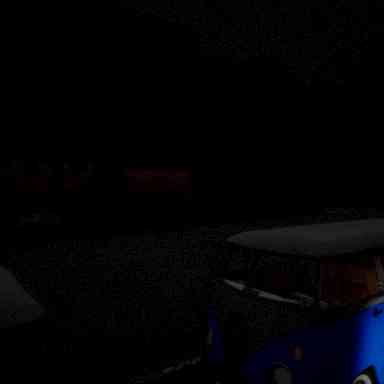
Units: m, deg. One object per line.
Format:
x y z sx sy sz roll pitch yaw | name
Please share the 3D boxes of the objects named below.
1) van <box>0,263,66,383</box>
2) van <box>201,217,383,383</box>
-2.444 1.361 1.068 3.998 1.788 1.690 -1 1 -36 | van
2.003 1.288 4.241 3.998 1.788 1.690 -1 1 -36 | van
